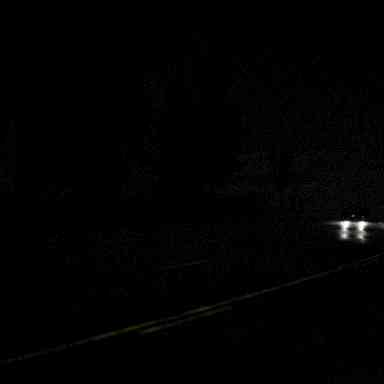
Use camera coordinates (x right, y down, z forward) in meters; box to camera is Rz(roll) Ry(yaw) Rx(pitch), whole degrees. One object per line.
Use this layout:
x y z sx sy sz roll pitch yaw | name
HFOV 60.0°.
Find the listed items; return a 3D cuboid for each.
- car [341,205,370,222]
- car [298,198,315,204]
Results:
14.082 1.770 28.585 1.994 1.385 4.181 0 -1 32 | car
23.596 1.886 67.833 1.882 1.535 5.008 -1 -1 -13 | car
